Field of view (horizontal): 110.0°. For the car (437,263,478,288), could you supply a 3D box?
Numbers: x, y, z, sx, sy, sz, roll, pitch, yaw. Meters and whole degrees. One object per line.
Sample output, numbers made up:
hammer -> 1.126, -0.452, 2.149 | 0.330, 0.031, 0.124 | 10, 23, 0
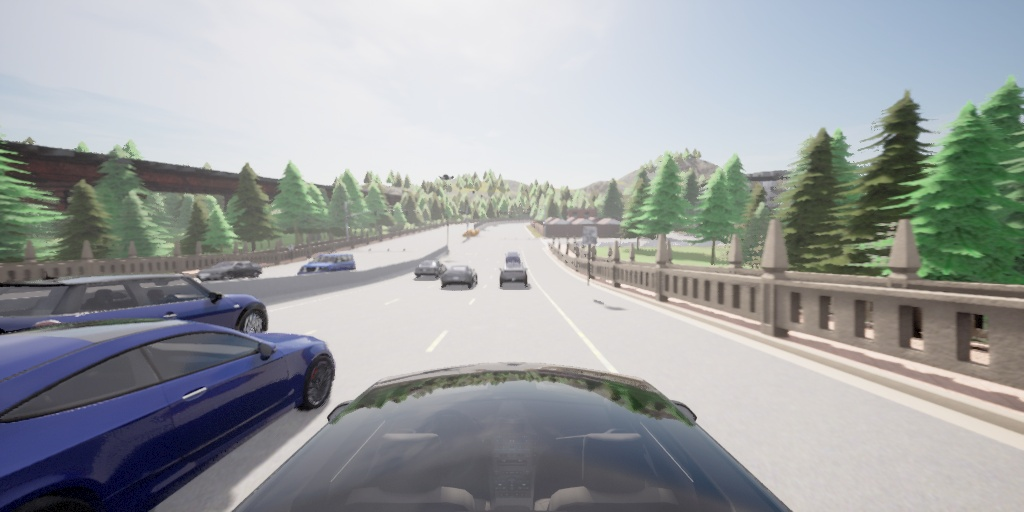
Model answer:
car -> -3.396, 1.287, 23.749 | 1.994, 1.385, 4.181 | 0, 1, 0

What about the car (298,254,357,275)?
car -> -14.006, 0.860, 27.652 | 2.150, 2.045, 5.566 | 0, 1, 0

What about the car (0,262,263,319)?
car -> -6.899, 1.102, 6.740 | 2.097, 1.767, 4.553 | 0, 0, 0

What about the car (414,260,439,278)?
car -> -6.894, 1.068, 30.845 | 2.033, 1.411, 5.357 | 0, 3, 0

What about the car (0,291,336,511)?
car -> -3.399, 1.276, 3.135 | 1.812, 1.442, 4.674 | 0, 0, 0

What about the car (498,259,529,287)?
car -> 0.105, 1.201, 24.484 | 2.128, 1.511, 4.902 | 0, 1, 0

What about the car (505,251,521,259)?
car -> 0.082, 0.165, 43.369 | 1.812, 1.442, 4.674 | 0, 5, 0
